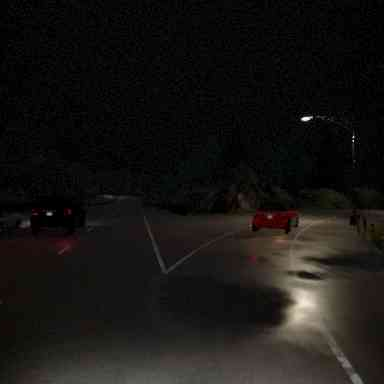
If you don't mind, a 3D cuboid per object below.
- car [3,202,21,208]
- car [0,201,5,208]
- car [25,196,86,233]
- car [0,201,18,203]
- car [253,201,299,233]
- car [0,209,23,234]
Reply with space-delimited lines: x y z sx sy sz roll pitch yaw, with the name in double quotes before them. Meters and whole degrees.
"car" -37.651 2.700 69.736 1.895 1.301 4.718 0 -2 -10
"car" -41.176 2.579 69.594 1.882 1.535 5.008 0 -2 -10
"car" -7.735 1.219 19.636 2.150 2.045 5.566 0 0 -10
"car" -32.069 2.250 57.785 1.994 1.385 4.181 0 -2 -10
"car" 5.212 1.371 20.309 2.097 1.767 4.553 0 1 25
"car" -11.092 1.577 18.506 1.895 1.301 4.718 0 0 -10
